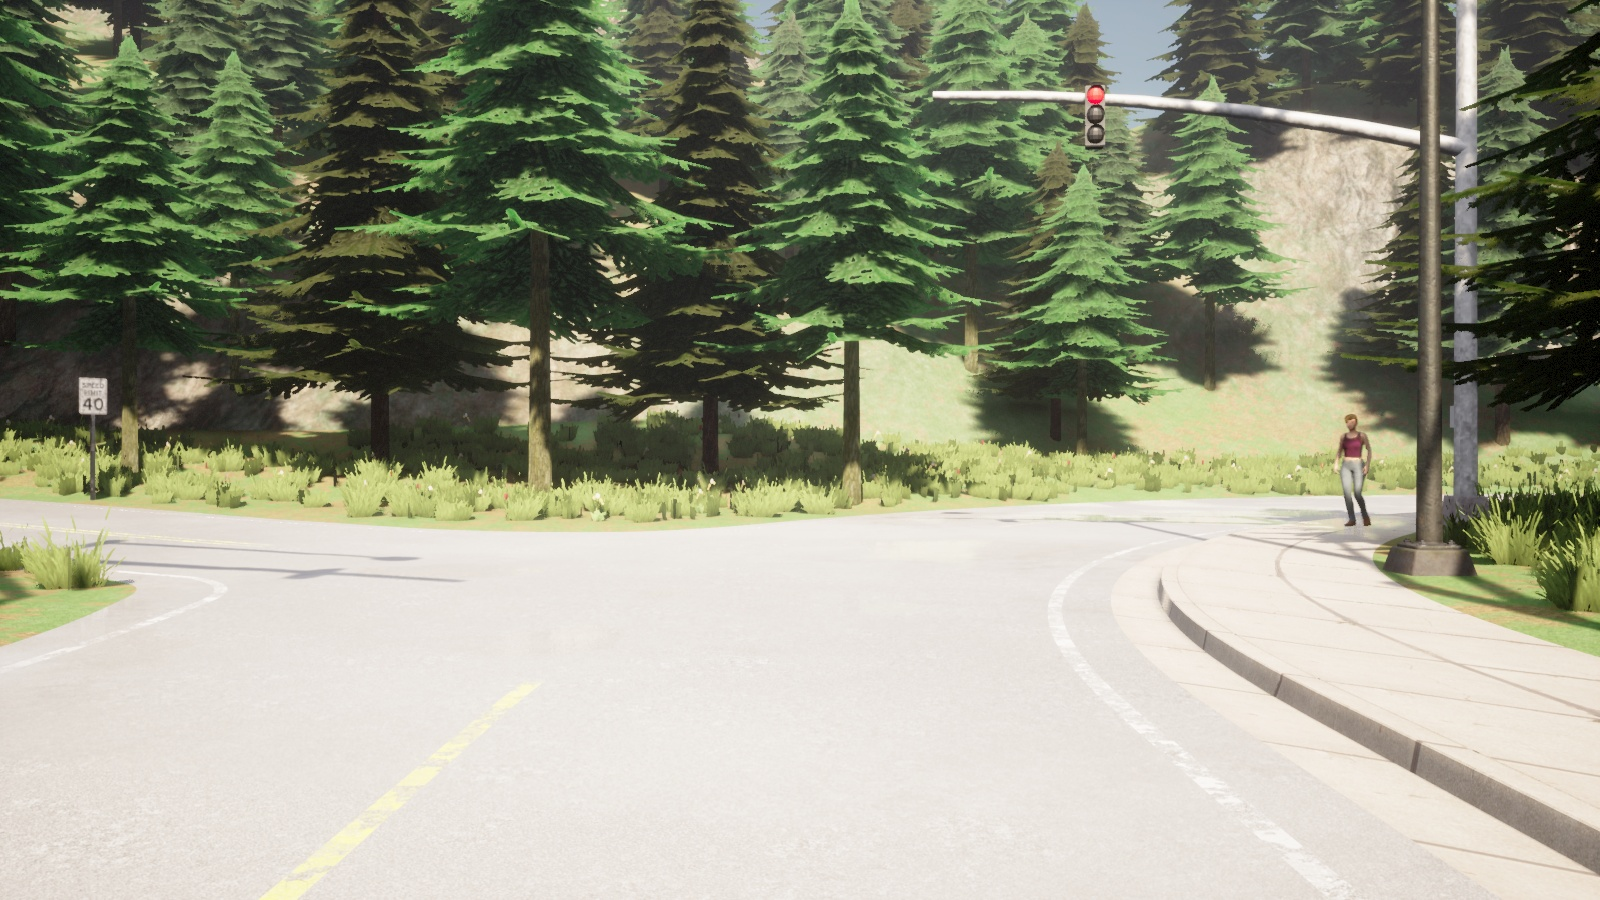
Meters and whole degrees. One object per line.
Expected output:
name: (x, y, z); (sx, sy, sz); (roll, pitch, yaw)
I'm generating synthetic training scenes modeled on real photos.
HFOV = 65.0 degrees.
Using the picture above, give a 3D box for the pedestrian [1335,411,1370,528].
pedestrian: (8.818, 0.303, 20.041); (0.345, 1.836, 0.594); (0, 0, 41)
